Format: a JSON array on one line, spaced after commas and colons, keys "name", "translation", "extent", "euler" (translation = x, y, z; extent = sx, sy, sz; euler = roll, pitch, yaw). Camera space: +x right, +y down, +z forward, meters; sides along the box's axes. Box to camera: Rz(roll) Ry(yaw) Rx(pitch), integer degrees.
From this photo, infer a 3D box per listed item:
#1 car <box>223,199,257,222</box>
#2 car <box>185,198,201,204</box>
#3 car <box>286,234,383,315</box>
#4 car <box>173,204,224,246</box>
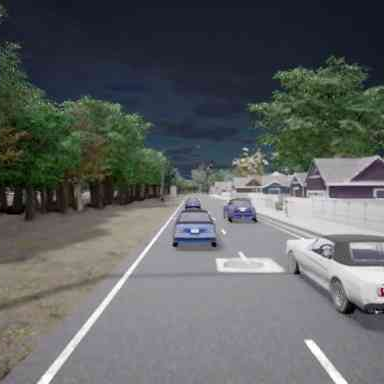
[{"name": "car", "translation": [3.610, 1.286, 25.756], "extent": [2.097, 1.767, 4.553], "euler": [0, 0, 0]}, {"name": "car", "translation": [0.115, 1.450, 41.777], "extent": [1.994, 1.385, 4.181], "euler": [0, 0, 0]}, {"name": "car", "translation": [3.602, 1.588, 7.474], "extent": [1.895, 1.301, 4.718], "euler": [0, 0, 0]}, {"name": "car", "translation": [0.106, 1.513, 15.126], "extent": [2.033, 1.411, 5.357], "euler": [0, 0, 0]}]
